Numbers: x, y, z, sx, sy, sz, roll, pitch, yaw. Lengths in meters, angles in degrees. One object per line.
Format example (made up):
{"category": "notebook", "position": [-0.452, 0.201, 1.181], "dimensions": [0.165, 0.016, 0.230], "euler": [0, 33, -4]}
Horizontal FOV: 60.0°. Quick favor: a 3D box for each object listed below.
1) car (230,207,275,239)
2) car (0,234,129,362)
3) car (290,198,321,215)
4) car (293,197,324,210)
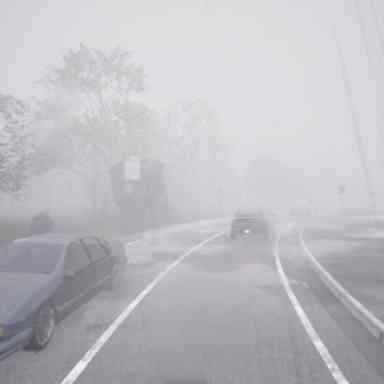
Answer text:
{"category": "car", "position": [3.257, 1.566, 17.647], "dimensions": [1.837, 1.490, 4.892], "euler": [-2, -1, 17]}
{"category": "car", "position": [-2.803, 1.578, 6.541], "dimensions": [2.033, 1.411, 5.357], "euler": [0, -1, 7]}
{"category": "car", "position": [11.384, 1.570, 33.861], "dimensions": [1.812, 1.442, 4.674], "euler": [-3, -2, 34]}
{"category": "car", "position": [15.773, 1.543, 44.990], "dimensions": [2.128, 1.511, 4.902], "euler": [-4, -1, 41]}
